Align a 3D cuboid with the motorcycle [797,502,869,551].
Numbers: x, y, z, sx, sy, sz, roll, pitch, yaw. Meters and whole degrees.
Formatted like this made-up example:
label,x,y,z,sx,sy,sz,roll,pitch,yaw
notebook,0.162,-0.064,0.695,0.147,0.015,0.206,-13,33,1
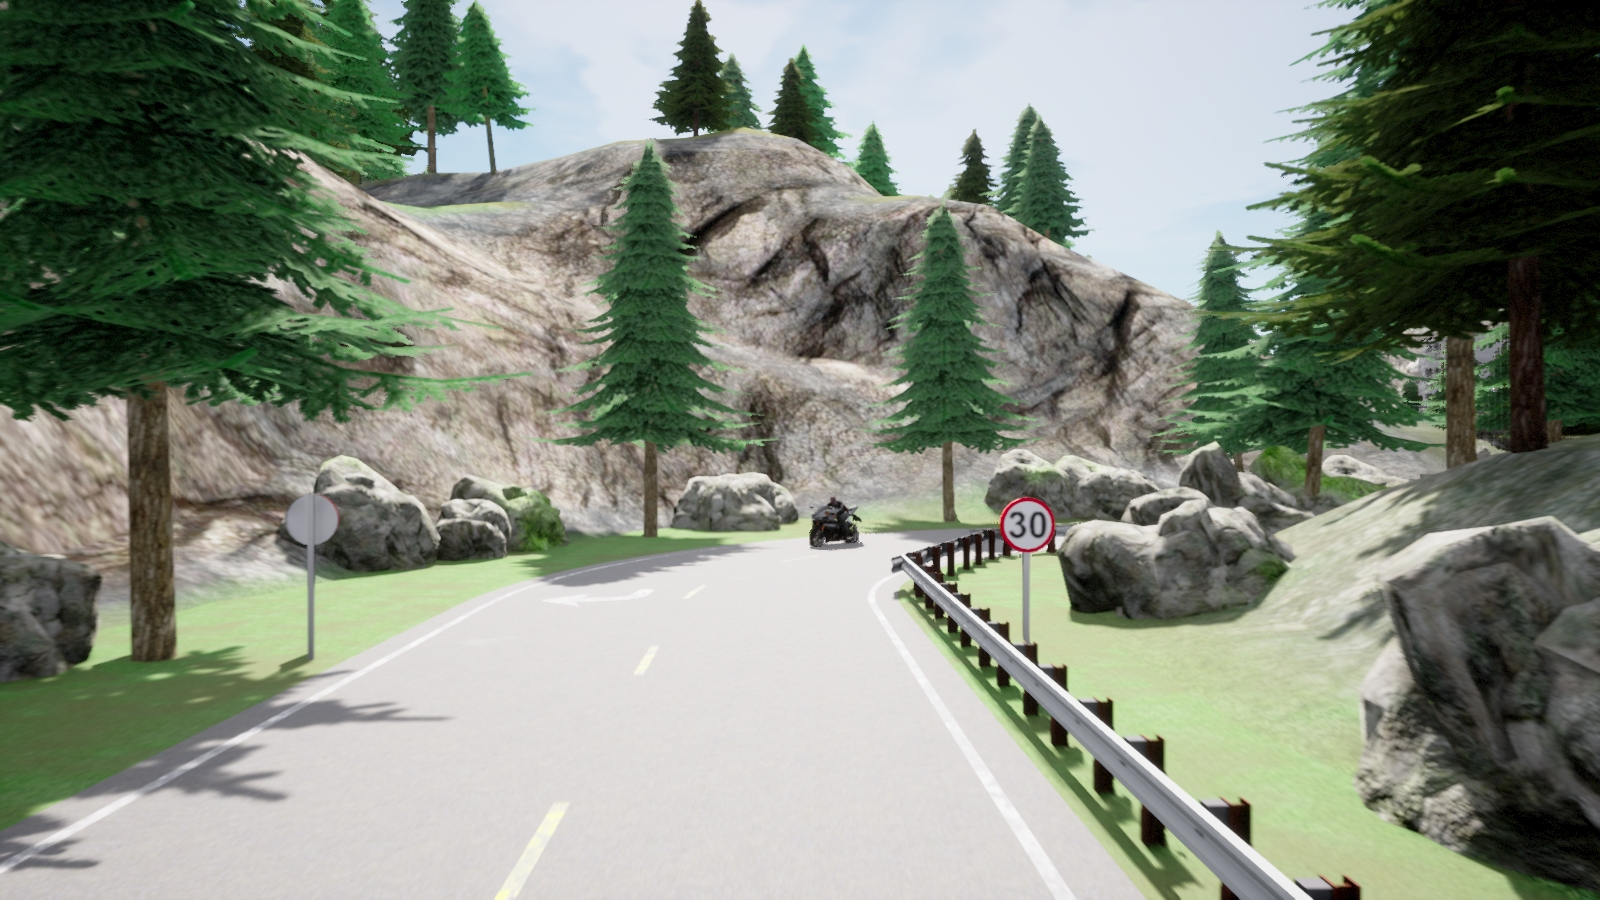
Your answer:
label,x,y,z,sx,sy,sz,roll,pitch,yaw
motorcycle,0.974,2.200,33.311,0.867,1.251,2.209,1,1,41
